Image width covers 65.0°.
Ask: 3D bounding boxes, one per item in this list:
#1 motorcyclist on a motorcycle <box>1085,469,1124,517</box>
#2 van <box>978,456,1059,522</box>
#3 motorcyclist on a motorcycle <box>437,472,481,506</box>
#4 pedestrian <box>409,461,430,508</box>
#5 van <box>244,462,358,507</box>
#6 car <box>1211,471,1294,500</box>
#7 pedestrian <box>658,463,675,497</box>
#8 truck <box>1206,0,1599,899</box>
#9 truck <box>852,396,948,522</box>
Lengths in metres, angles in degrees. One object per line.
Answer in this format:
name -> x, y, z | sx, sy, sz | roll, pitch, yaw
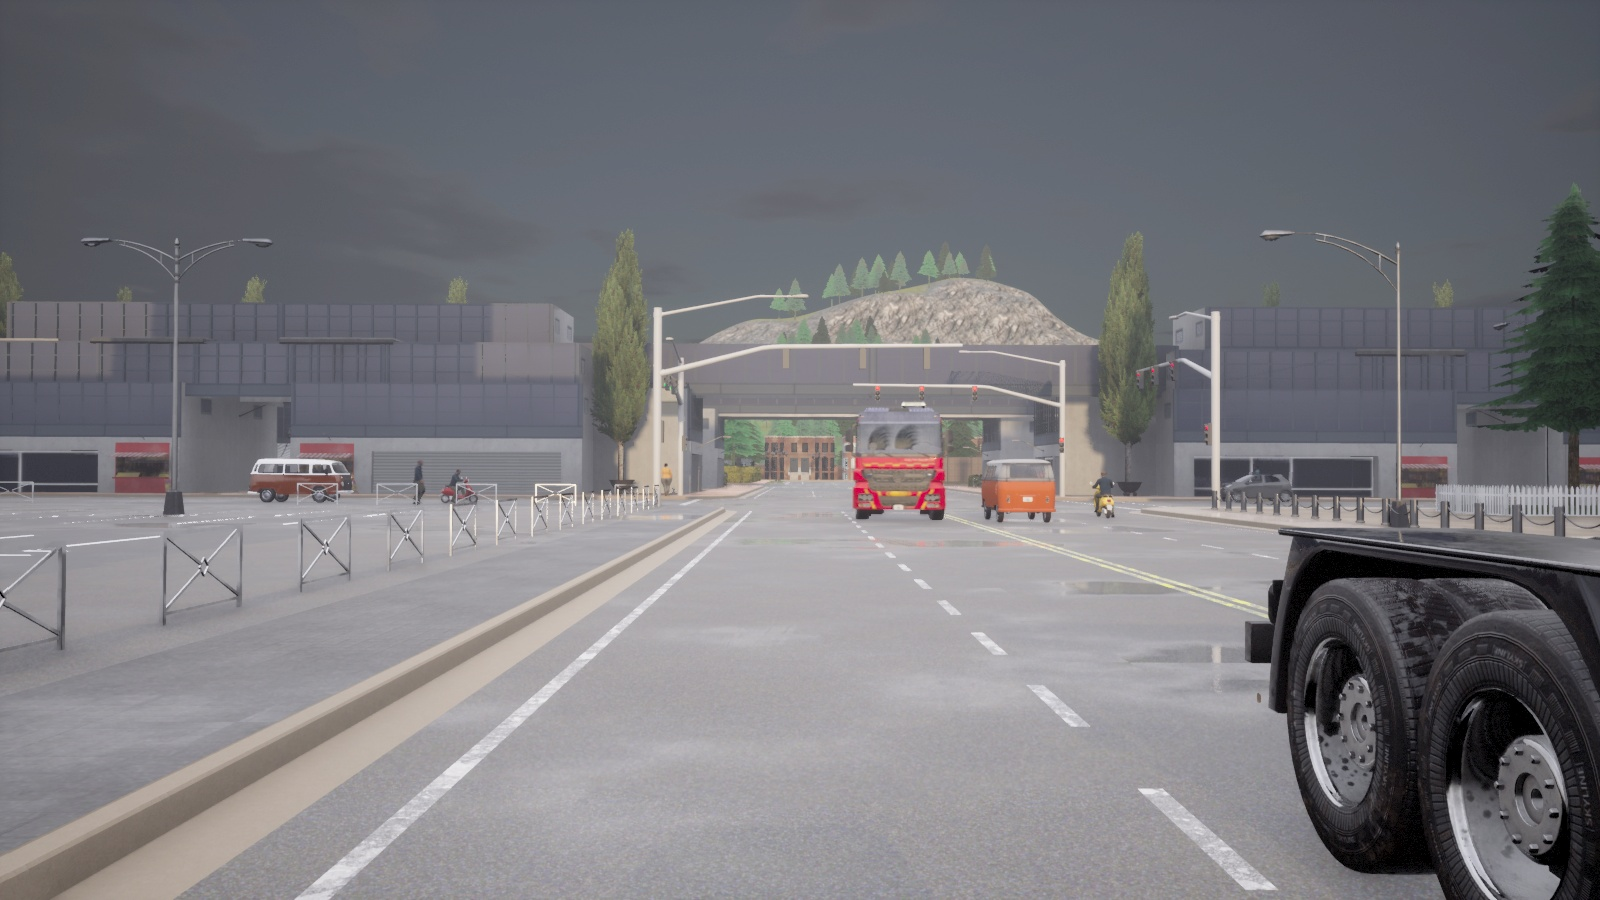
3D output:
motorcyclist on a motorcycle -> 10.405, 1.447, 43.000 | 0.866, 1.590, 1.817 | 0, -1, 0
van -> 6.910, 1.211, 40.102 | 1.775, 1.987, 4.442 | 0, -1, 0
motorcyclist on a motorcycle -> -15.840, 1.808, 58.317 | 1.817, 1.590, 0.866 | 0, -1, 1
pedestrian -> -15.153, 1.371, 50.006 | 0.726, 1.842, 0.402 | 0, -1, 0
van -> -23.202, 1.611, 58.494 | 4.480, 2.038, 2.069 | 0, -1, 1
car -> 23.543, 1.830, 65.414 | 3.633, 1.501, 1.845 | 0, -1, 0
pedestrian -> -7.298, 1.652, 68.659 | 0.874, 1.855, 0.900 | 0, -1, -10
truck -> 3.496, -0.142, 2.332 | 2.891, 3.462, 7.936 | 0, -1, 0
truck -> 3.402, 0.347, 42.448 | 2.891, 3.827, 8.468 | 0, -1, 5
